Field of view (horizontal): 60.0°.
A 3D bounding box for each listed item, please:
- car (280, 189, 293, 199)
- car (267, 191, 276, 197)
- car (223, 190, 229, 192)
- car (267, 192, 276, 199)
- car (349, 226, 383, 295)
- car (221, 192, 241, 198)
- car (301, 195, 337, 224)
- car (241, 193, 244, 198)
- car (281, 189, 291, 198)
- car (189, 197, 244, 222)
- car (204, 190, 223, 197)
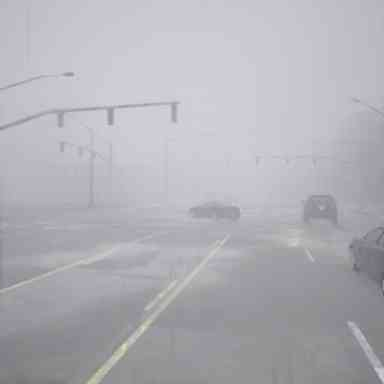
[{"bbox_3d":[21.315,0.560,74.206,2.150,2.045,5.566,0,1,13],"label":"car"},{"bbox_3d":[20.287,0.601,85.131,2.033,1.411,5.357,0,1,13],"label":"car"},{"bbox_3d":[7.341,0.508,75.939,2.150,2.045,5.566,0,1,13],"label":"car"},{"bbox_3d":[18.002,0.904,75.419,1.895,1.301,4.718,0,1,13],"label":"car"},{"bbox_3d":[5.103,1.492,7.748,1.882,1.535,5.008,0,0,13],"label":"car"},{"bbox_3d":[6.973,1.154,59.236,2.033,1.411,5.357,0,1,14],"label":"car"},{"bbox_3d":[9.393,1.205,24.772,2.150,2.045,5.566,0,0,16],"label":"car"},{"bbox_3d":[10.758,0.854,75.191,1.994,1.385,4.181,0,1,13],"label":"car"},{"bbox_3d":[23.702,0.308,84.356,2.150,2.045,5.566,0,1,13],"label":"car"},{"bbox_3d":[1.631,1.411,25.935,1.882,1.535,5.008,1,0,-32],"label":"car"},{"bbox_3d":[3.565,0.806,60.026,2.150,2.045,5.566,0,1,14],"label":"car"}]
